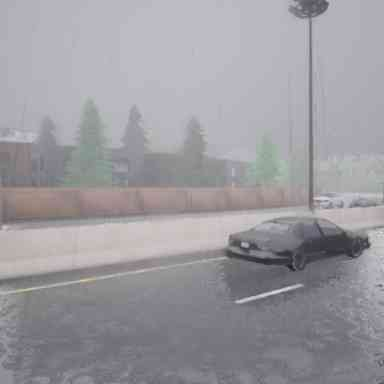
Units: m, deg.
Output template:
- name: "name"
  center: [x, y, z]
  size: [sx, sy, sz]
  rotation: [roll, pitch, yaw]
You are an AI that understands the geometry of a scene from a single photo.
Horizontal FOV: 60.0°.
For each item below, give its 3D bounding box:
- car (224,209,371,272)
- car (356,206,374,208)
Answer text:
- name: "car"
  center: [3.514, 1.483, 10.600]
  size: [5.357, 1.411, 2.033]
  rotation: [-1, 0, -35]
- name: "car"
  center: [19.091, 1.295, 37.019]
  size: [1.994, 1.385, 4.181]
  rotation: [0, 0, 44]
